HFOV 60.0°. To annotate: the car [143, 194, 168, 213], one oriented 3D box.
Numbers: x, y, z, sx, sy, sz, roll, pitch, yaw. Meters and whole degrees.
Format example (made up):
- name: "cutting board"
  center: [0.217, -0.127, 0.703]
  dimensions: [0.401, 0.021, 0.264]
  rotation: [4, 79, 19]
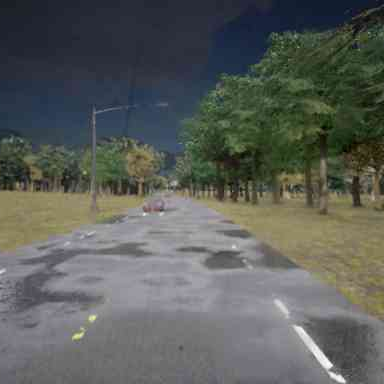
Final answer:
- name: "car"
  center: [-4.099, 1.260, 36.201]
  dimensions: [2.097, 1.767, 4.553]
  rotation: [0, 0, -1]
